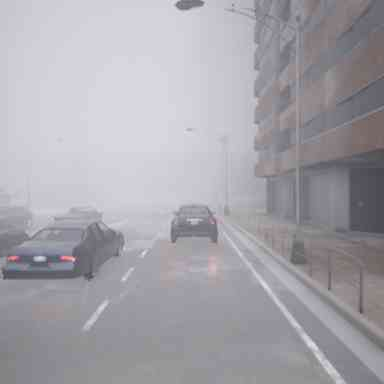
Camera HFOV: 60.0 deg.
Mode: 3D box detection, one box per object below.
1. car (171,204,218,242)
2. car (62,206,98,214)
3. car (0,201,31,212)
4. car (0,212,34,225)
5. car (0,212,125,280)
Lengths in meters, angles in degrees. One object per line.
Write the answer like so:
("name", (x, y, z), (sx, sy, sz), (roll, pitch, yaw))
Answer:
("car", (0.100, 1.344, 16.490), (2.097, 1.767, 4.553), (0, 0, 0))
("car", (-7.068, 1.591, 20.694), (1.895, 1.301, 4.718), (0, 0, 0))
("car", (-10.573, 1.497, 18.411), (1.837, 1.490, 4.892), (0, 0, 0))
("car", (-7.093, 1.559, 10.733), (1.994, 1.385, 4.181), (0, 0, 0))
("car", (-3.399, 1.542, 9.938), (2.033, 1.411, 5.357), (0, 0, 0))
